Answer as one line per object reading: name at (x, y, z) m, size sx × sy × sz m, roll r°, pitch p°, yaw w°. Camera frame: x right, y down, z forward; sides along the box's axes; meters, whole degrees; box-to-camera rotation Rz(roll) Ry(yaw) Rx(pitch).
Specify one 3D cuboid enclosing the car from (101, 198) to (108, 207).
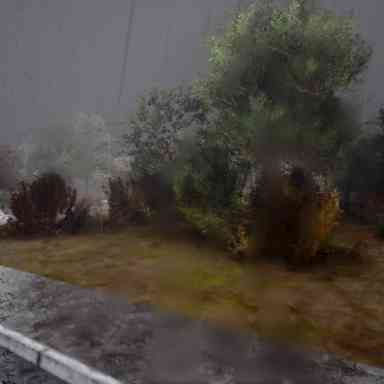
car at (-11.997, 1.437, 49.418) m, size 1.812 × 1.442 × 4.674 m, roll 0°, pitch 0°, yaw 32°
